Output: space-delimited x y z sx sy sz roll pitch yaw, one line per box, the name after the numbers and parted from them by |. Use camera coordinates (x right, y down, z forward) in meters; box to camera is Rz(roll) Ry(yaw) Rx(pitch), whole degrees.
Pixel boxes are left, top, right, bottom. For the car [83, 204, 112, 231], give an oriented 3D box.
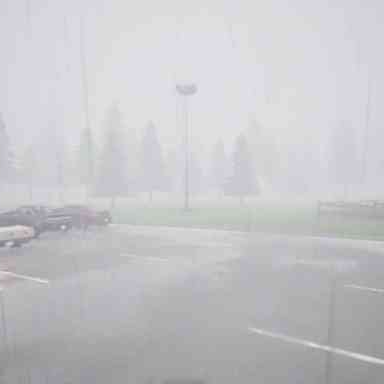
-6.900 1.416 19.757 4.674 1.442 1.812 0 0 26 | car

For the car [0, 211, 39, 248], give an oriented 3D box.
-8.434 1.540 12.789 4.718 1.301 1.895 0 0 27 | car

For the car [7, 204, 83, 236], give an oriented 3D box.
-8.126 1.407 16.462 4.902 1.511 2.128 0 0 26 | car
